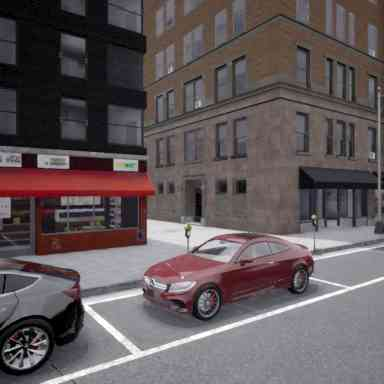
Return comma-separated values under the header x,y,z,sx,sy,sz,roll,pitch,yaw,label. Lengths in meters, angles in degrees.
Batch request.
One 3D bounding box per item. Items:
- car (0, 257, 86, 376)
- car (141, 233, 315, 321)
x,y,z,sx,sy,sz,roll,pitch,yaw,label
-3.523,1.566,4.022,4.313,1.339,1.947,0,0,-36,car
0.954,1.582,7.218,4.206,1.307,1.802,0,0,-36,car
